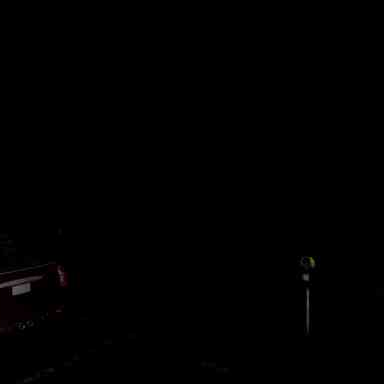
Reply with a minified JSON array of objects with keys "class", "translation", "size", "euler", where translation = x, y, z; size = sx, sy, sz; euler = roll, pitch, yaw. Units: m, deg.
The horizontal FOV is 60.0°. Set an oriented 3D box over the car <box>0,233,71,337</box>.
[{"class":"car","translation":[-4.064,1.440,5.975],"size":[4.097,1.590,1.967],"euler":[0,0,36]}]
